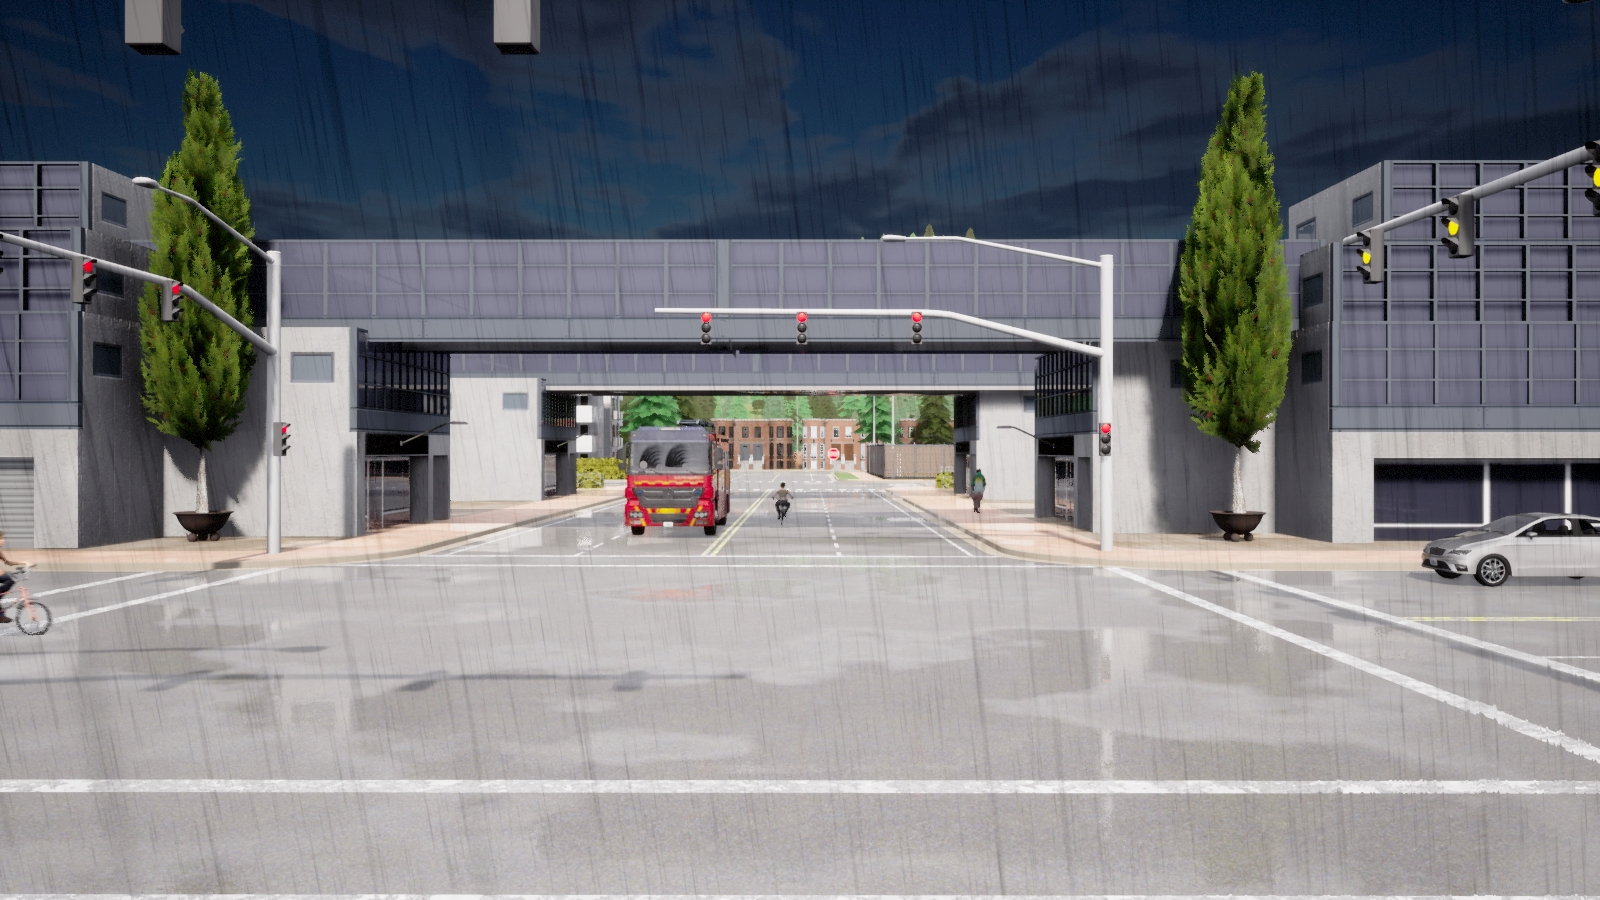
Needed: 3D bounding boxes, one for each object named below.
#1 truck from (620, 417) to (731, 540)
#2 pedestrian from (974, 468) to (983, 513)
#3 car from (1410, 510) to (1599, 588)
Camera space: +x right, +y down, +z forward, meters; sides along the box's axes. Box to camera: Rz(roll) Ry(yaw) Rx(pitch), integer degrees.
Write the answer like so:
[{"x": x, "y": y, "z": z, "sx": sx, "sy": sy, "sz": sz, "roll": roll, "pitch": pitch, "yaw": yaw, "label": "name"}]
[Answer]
[{"x": -4.133, "y": 0.890, "z": 39.814, "sx": 2.891, "sy": 3.827, "sz": 8.468, "roll": 0, "pitch": 0, "yaw": 0, "label": "truck"}, {"x": 7.506, "y": 1.698, "z": 48.080, "sx": 0.375, "sy": 1.860, "sz": 0.375, "roll": 0, "pitch": 0, "yaw": 4, "label": "pedestrian"}, {"x": 15.490, "y": 2.066, "z": 24.189, "sx": 4.193, "sy": 1.474, "sz": 1.816, "roll": 0, "pitch": 0, "yaw": 0, "label": "car"}]
